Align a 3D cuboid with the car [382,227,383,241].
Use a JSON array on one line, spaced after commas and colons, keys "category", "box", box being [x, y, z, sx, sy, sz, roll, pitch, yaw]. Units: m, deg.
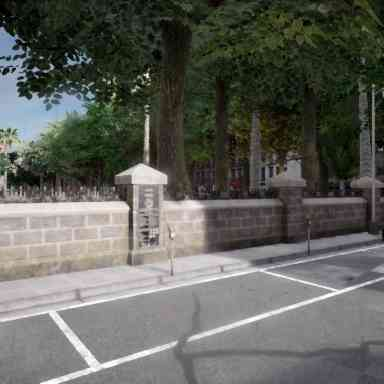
[{"category": "car", "box": [9.756, 1.310, 13.500, 5.009, 1.841, 2.192, 0, 0, -36]}]
